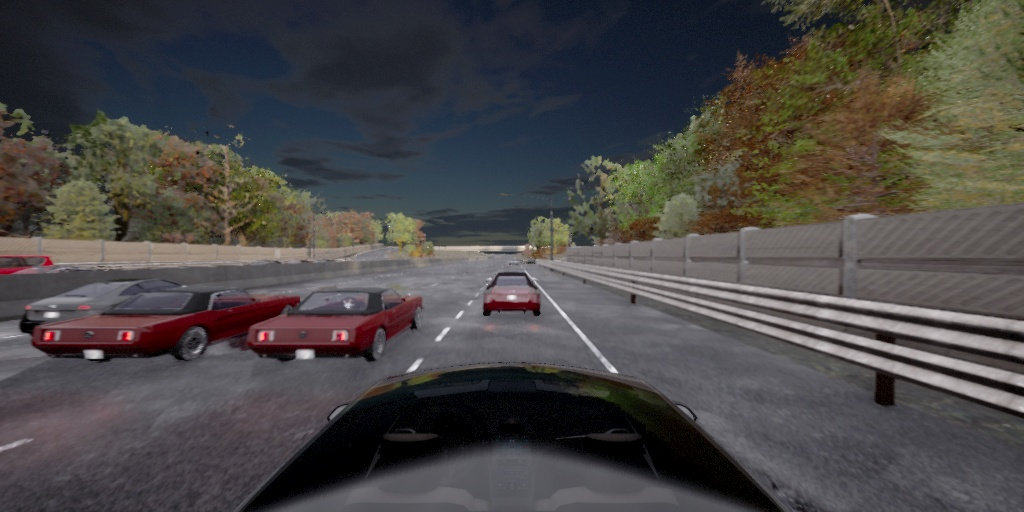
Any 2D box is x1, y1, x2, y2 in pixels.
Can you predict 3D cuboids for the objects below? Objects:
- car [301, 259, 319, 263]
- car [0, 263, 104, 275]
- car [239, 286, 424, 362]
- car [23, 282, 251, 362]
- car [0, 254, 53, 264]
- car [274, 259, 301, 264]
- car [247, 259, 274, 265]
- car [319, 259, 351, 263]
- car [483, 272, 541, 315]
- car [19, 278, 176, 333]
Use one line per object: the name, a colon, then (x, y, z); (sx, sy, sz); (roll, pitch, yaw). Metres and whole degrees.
car: (-24.526, 1.206, 46.226); (1.837, 1.490, 4.892); (0, 3, 1)
car: (-21.097, 1.211, 16.364); (2.128, 1.511, 4.902); (0, 0, 0)
car: (-3.401, 1.336, 8.129); (1.895, 1.301, 4.718); (0, 0, 0)
car: (-6.901, 1.336, 8.141); (1.895, 1.301, 4.718); (0, 0, 0)
car: (-24.596, 0.939, 16.311); (2.150, 2.045, 5.566); (0, 0, 0)
car: (-28.023, 1.181, 46.588); (1.882, 1.535, 5.008); (0, 1, 0)
car: (-31.520, 1.181, 45.628); (2.128, 1.511, 4.902); (0, 1, 0)
car: (-21.019, 1.180, 43.837); (1.882, 1.535, 5.008); (0, 1, 0)
car: (-0.004, 1.288, 13.459); (1.994, 1.385, 4.181); (0, 0, 0)
car: (-10.400, 1.295, 10.108); (1.994, 1.385, 4.181); (0, 0, 0)
